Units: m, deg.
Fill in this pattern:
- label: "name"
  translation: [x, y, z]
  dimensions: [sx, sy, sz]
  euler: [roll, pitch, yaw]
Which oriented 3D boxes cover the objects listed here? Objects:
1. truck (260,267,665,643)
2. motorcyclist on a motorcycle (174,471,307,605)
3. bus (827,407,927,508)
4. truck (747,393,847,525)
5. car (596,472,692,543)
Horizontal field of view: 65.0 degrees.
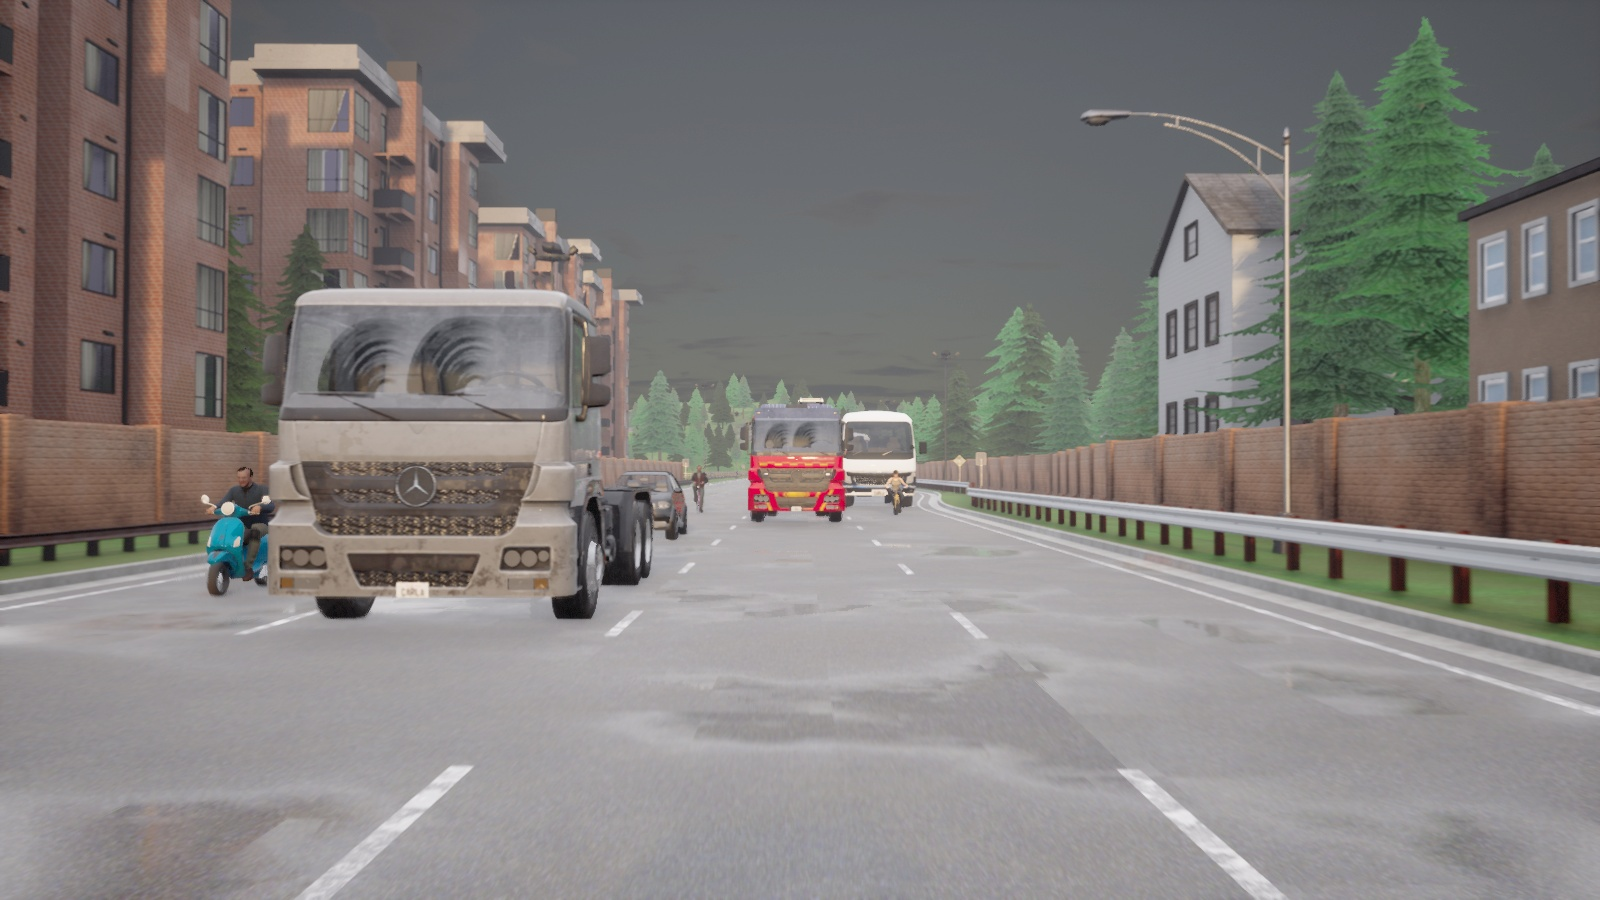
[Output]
- label: "truck"
  translation: [-3.542, 0.107, 15.550]
  dimensions: [2.891, 3.462, 7.936]
  euler: [0, -1, 0]
- label: "motorcyclist on a motorcycle"
  translation: [-7.039, 1.062, 15.906]
  dimensions: [0.866, 1.590, 1.817]
  euler: [0, -1, 0]
- label: "bus"
  translation: [3.353, 0.395, 58.047]
  dimensions: [3.944, 4.253, 10.273]
  euler: [0, -1, 0]
- label: "truck"
  translation: [-0.103, 0.329, 40.569]
  dimensions: [2.891, 3.827, 8.468]
  euler: [0, -1, 0]
- label: "car"
  translation: [-3.572, 1.299, 29.372]
  dimensions: [1.789, 1.549, 3.705]
  euler: [0, -1, 0]
